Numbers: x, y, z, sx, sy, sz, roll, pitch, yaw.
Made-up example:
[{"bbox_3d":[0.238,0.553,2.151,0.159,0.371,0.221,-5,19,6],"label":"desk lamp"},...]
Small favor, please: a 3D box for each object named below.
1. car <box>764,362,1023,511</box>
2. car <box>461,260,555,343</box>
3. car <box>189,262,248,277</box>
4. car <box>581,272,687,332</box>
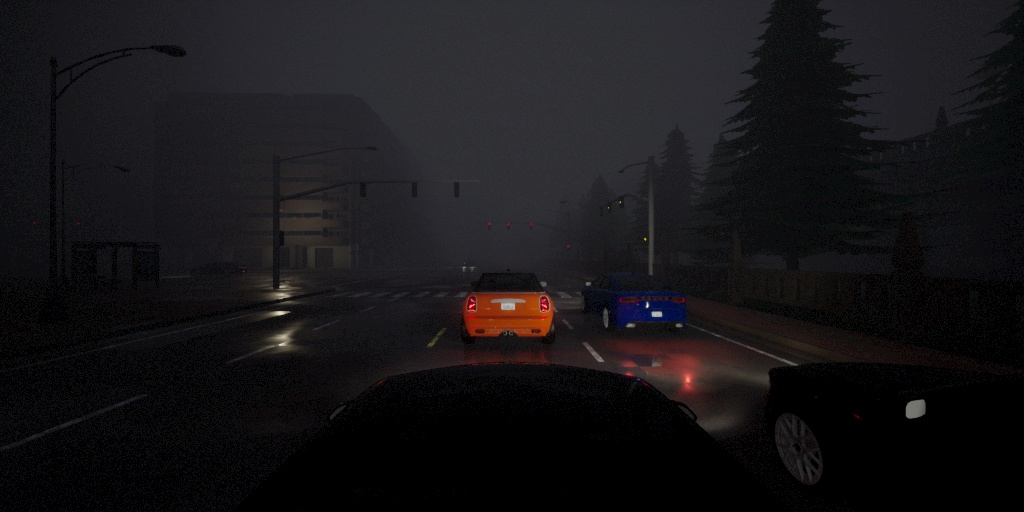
[{"bbox_3d":[3.288,1.228,1.431,1.882,1.535,5.008,0,0,3],"label":"car"},{"bbox_3d":[-0.081,1.102,9.813,2.097,1.767,4.553,0,0,0],"label":"car"},{"bbox_3d":[-29.098,1.310,35.616,4.892,1.490,1.837,0,0,-1],"label":"car"},{"bbox_3d":[3.418,1.228,10.957,1.882,1.535,5.008,0,0,0],"label":"car"}]
